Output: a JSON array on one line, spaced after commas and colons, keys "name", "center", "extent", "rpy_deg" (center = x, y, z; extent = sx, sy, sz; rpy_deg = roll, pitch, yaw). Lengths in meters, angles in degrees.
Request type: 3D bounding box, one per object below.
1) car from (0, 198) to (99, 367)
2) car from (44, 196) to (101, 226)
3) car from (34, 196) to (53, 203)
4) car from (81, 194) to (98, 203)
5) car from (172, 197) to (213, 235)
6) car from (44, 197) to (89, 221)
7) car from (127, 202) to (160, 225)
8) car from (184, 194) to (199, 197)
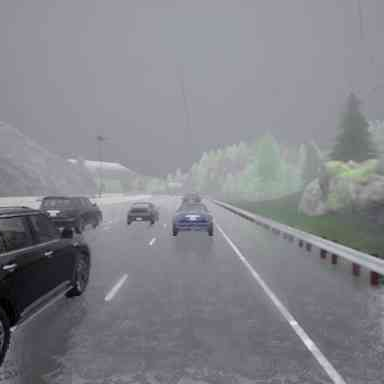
[{"name": "car", "center": [-3.422, 1.225, 5.428], "extent": [2.150, 2.045, 5.566], "rpy_deg": [0, 0, 0]}, {"name": "car", "center": [-6.956, 1.228, 19.313], "extent": [2.150, 2.045, 5.566], "rpy_deg": [0, 0, 0]}, {"name": "car", "center": [-31.721, 1.531, 71.222], "extent": [1.837, 1.490, 4.892], "rpy_deg": [0, 0, 0]}, {"name": "car", "center": [-21.214, 1.377, 68.859], "extent": [2.097, 1.767, 4.553], "rpy_deg": [0, 0, 0]}, {"name": "car", "center": [0.043, 1.353, 18.740], "extent": [2.097, 1.767, 4.553], "rpy_deg": [0, 0, 0]}, {"name": "car", "center": [-10.485, 1.362, 28.231], "extent": [2.097, 1.767, 4.553], "rpy_deg": [0, 0, 0]}, {"name": "car", "center": [-3.471, 1.509, 24.163], "extent": [1.837, 1.490, 4.892], "rpy_deg": [0, 0, 0]}, {"name": "car", "center": [-0.018, 1.223, 38.726], "extent": [2.150, 2.045, 5.566], "rpy_deg": [0, 0, 0]}]
